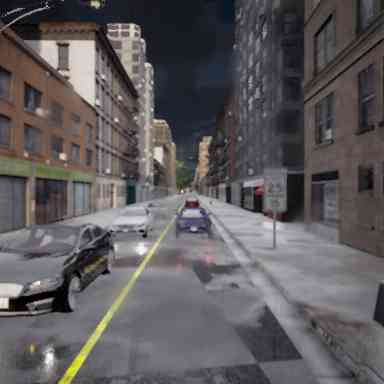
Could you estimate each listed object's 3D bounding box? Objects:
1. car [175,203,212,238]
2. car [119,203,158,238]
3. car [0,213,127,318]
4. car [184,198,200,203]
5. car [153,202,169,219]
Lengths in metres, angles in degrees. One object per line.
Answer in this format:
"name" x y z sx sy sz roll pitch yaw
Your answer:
"car" 0.080 1.516 17.642 1.812 1.442 4.674 0 0 0
"car" -3.092 1.516 17.852 1.812 1.442 4.674 0 0 0
"car" -3.097 1.489 7.699 2.128 1.511 4.902 0 0 -1
"car" 0.037 1.442 42.725 1.882 1.535 5.008 0 0 0
"car" -3.090 1.581 29.086 1.895 1.301 4.718 0 0 0
